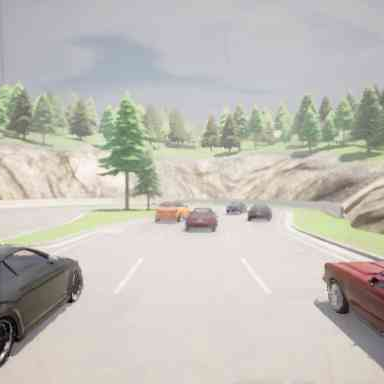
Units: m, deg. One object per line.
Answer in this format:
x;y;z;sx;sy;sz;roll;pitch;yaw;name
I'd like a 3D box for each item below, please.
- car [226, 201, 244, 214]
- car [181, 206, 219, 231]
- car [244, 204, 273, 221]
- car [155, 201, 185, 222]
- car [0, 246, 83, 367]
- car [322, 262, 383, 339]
5.335;1.832;39.700;2.033;1.411;5.357;0;0;16;car
0.753;1.723;22.153;1.994;1.385;4.181;0;0;7;car
6.136;1.778;29.730;1.994;1.385;4.181;0;0;16;car
-1.472;1.555;28.207;2.097;1.767;4.553;0;0;14;car
-3.398;1.606;5.700;1.994;1.385;4.181;0;0;0;car
3.602;1.636;4.747;1.895;1.301;4.718;0;0;0;car
